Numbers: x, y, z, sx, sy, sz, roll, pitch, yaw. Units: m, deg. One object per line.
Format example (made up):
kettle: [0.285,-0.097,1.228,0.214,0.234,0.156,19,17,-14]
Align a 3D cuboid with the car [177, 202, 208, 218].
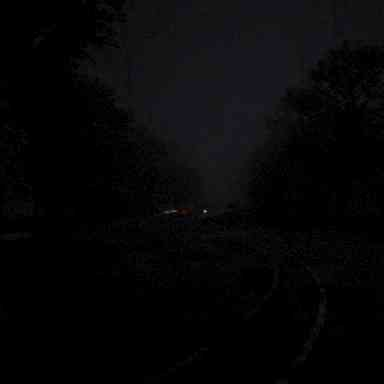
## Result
car: [-0.088,2.026,37.431,1.882,1.535,5.008,-1,-1,17]

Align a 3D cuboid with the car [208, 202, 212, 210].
car: [2.068,2.355,56.983,2.033,1.411,5.357,-1,-1,17]

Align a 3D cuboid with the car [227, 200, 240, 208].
car: [8.092,2.355,64.517,1.837,1.490,4.892,-1,-1,17]
